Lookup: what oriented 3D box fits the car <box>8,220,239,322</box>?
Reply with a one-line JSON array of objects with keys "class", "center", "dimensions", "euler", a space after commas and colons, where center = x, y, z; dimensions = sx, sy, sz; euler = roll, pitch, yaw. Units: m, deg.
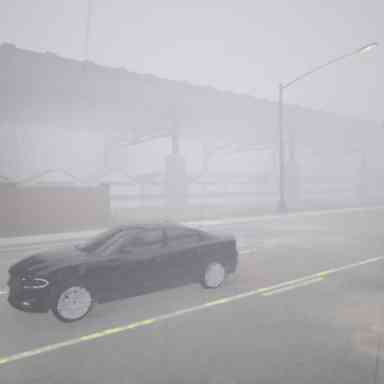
[{"class": "car", "center": [-1.207, 1.423, 7.330], "dimensions": [5.008, 1.535, 1.882], "euler": [-1, 0, -35]}]
